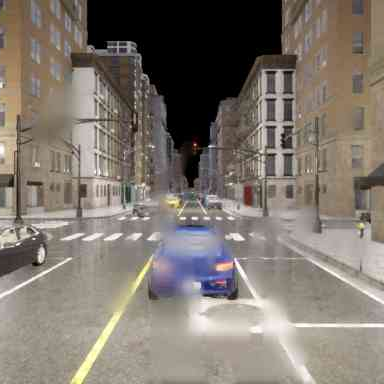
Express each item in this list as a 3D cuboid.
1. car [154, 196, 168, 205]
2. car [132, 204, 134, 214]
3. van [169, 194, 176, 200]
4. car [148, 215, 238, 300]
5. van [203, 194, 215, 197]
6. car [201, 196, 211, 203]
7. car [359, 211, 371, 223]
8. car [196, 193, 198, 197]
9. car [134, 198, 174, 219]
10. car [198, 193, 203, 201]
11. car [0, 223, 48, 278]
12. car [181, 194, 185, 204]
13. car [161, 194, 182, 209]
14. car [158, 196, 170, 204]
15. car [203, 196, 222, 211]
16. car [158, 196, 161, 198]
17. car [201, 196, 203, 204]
[{"bbox_3d":[-5.268,1.433,57.308,1.967,1.590,4.097,0,0,0],"label":"car"},{"bbox_3d":[-5.301,1.546,35.683,2.008,1.369,4.403,0,0,0],"label":"car"},{"bbox_3d":[-5.219,1.330,89.745,1.690,1.788,3.998,0,0,0],"label":"van"},{"bbox_3d":[0.039,1.525,8.247,1.812,1.442,4.674,0,0,1],"label":"car"},{"bbox_3d":[2.756,1.335,46.477,1.690,1.788,3.998,0,0,0],"label":"van"},{"bbox_3d":[2.814,1.557,68.102,1.947,1.339,4.313,0,0,0],"label":"car"},{"bbox_3d":[15.127,1.636,23.996,5.357,1.411,2.033,0,0,0],"label":"car"},{"bbox_3d":[2.888,1.533,95.133,1.887,1.381,4.507,0,0,0],"label":"car"},{"bbox_3d":[-3.263,1.523,29.285,1.812,1.442,4.674,0,0,10],"label":"car"},{"bbox_3d":[2.800,1.307,62.696,2.192,1.841,5.009,0,0,0],"label":"car"},{"bbox_3d":[-5.365,1.550,8.808,2.008,1.369,4.403,0,0,0],"label":"car"},{"bbox_3d":[-2.683,1.556,59.364,1.994,1.385,4.181,0,0,0],"label":"car"},{"bbox_3d":[-2.731,1.472,45.247,1.882,1.535,5.008,0,0,0],"label":"car"},{"bbox_3d":[-5.261,1.517,62.544,1.752,1.417,4.829,0,0,0],"label":"car"},{"bbox_3d":[2.741,1.545,41.071,2.008,1.369,4.403,0,0,0],"label":"car"},{"bbox_3d":[-5.294,1.520,40.920,1.752,1.417,4.829,0,0,0],"label":"car"},{"bbox_3d":[2.770,1.575,51.883,1.802,1.307,4.206,0,0,0],"label":"car"}]
